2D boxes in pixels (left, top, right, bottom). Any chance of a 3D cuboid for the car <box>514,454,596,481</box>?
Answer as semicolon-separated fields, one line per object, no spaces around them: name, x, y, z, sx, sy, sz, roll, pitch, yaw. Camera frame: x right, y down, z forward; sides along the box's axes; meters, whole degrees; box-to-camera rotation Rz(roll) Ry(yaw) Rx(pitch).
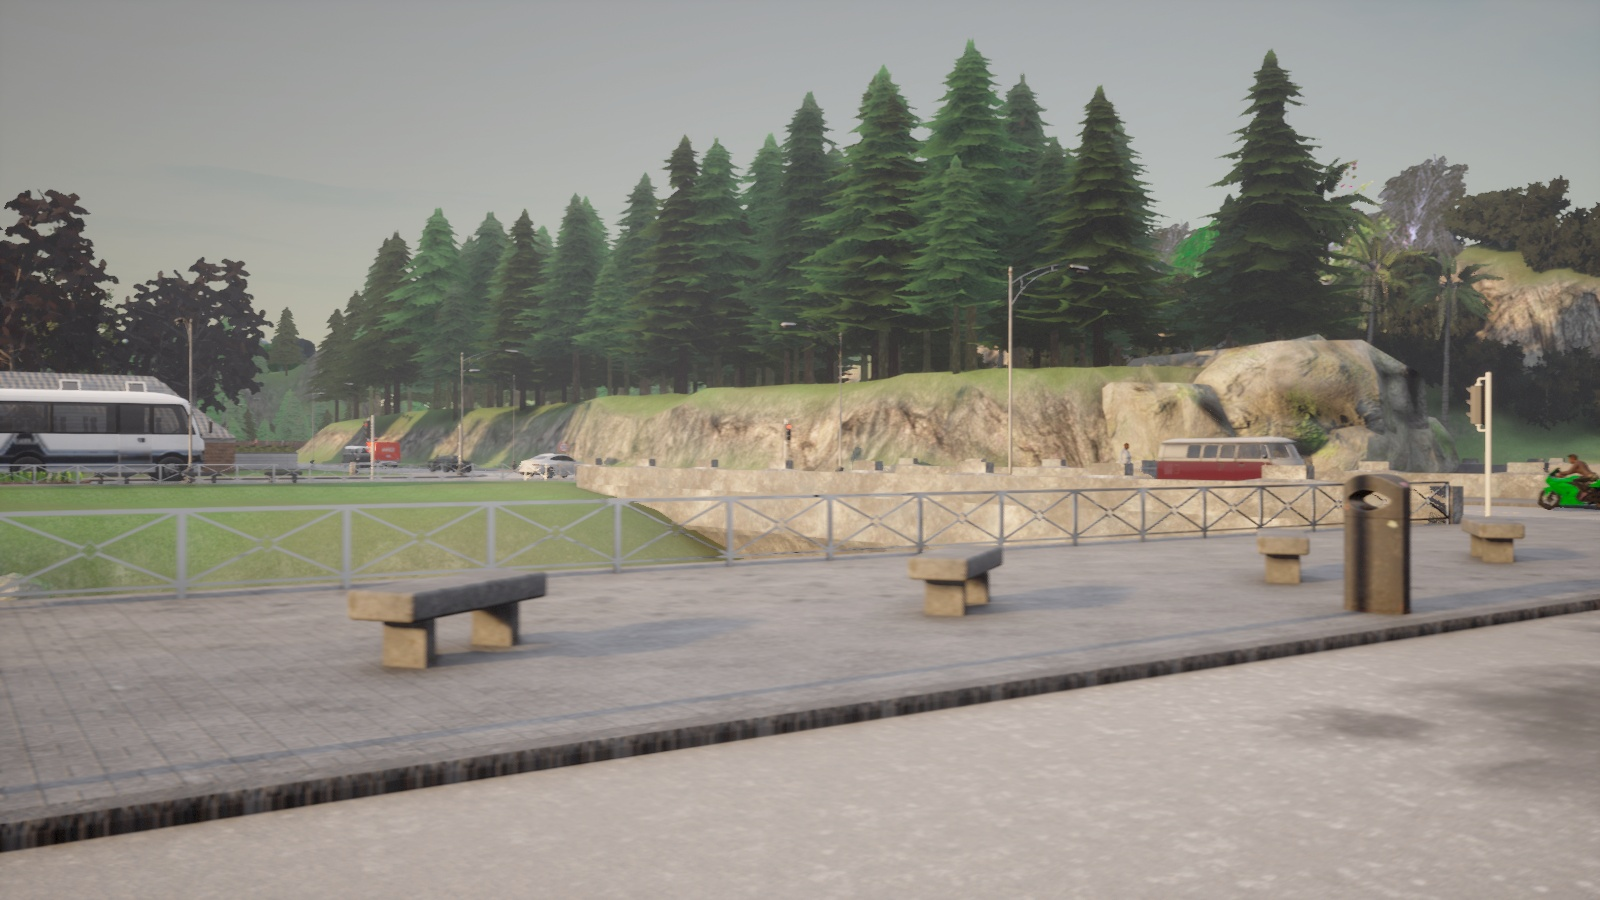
car;-13.880;0.975;71.426;1.812;1.442;4.674;0;0;33

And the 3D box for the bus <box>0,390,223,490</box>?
bus;-32.148;-0.424;57.011;10.273;4.253;3.944;0;0;-35

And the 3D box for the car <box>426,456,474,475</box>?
car;-25.344;1.121;90.892;1.895;1.301;4.718;0;0;-35

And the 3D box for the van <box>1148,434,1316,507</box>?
van;12.471;0.561;36.520;1.775;1.987;4.442;0;0;-35

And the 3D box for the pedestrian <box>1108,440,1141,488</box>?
pedestrian;12.846;0.549;49.679;0.874;1.855;0.900;0;0;-34

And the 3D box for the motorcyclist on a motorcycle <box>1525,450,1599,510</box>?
motorcyclist on a motorcycle;20.076;0.764;32.596;0.797;1.523;2.044;0;0;-34
